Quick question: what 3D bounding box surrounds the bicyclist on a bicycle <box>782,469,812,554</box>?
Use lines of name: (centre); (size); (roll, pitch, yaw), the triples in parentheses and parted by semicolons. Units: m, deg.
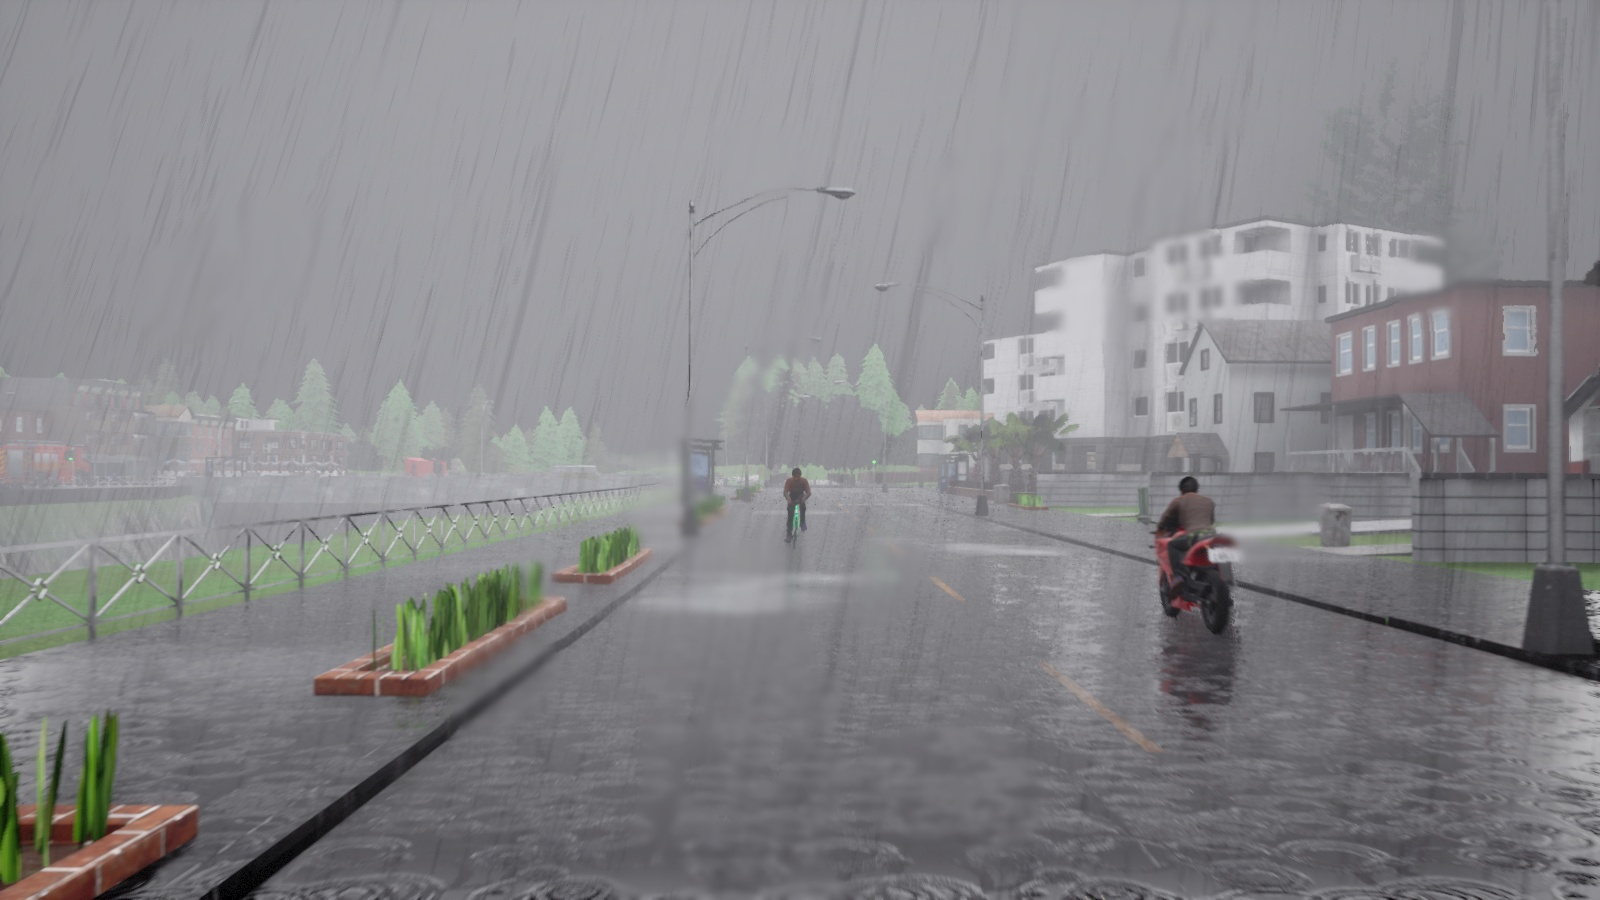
bicyclist on a bicycle: (-0.059, 1.185, 24.932); (0.582, 1.620, 1.656); (0, -1, 0)

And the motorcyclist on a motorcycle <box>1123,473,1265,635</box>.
motorcyclist on a motorcycle: (3.970, 0.996, 12.838); (0.797, 1.523, 2.044); (0, -1, 0)
